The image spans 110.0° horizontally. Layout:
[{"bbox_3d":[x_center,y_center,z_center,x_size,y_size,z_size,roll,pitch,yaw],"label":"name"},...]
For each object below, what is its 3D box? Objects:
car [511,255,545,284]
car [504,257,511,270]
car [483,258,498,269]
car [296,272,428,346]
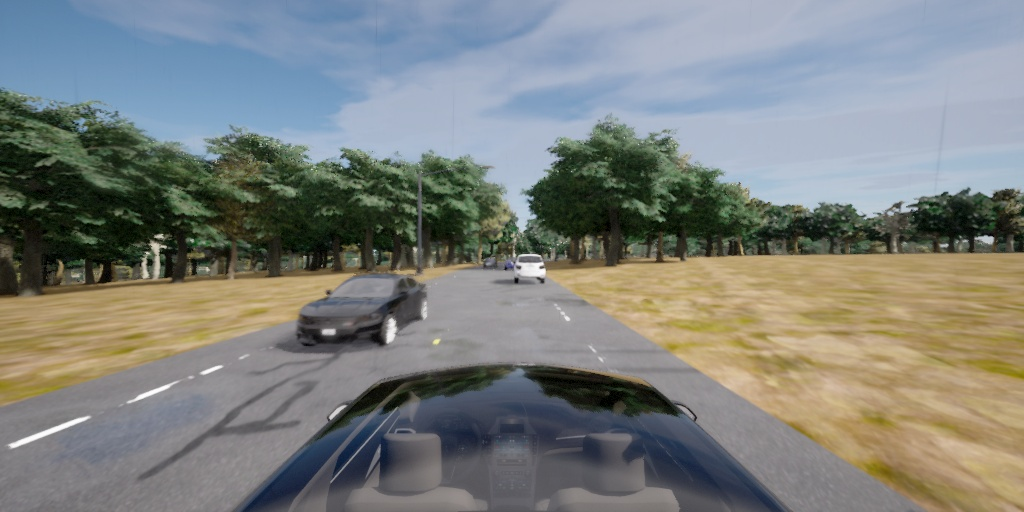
[{"bbox_3d":[1.227,0.911,26.749,2.150,2.045,5.566,0,0,0],"label":"car"},{"bbox_3d":[0.167,0.938,47.305,2.097,1.767,4.553,0,0,3],"label":"car"},{"bbox_3d":[-3.177,1.042,52.926,2.128,1.511,4.902,0,0,3],"label":"car"},{"bbox_3d":[-3.599,1.215,9.541,1.882,1.535,5.008,0,0,0],"label":"car"}]
